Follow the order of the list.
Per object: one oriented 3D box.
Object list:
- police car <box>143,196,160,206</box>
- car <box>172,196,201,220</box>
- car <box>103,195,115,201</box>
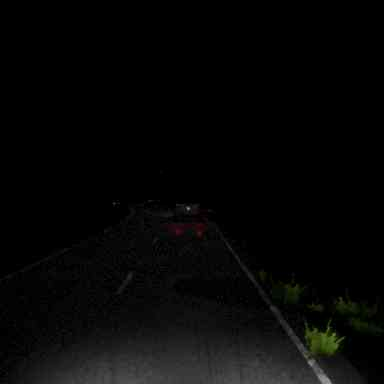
[{"bbox_3d":[-6.775,1.538,55.456,2.038,1.542,4.974,0,1,-20],"label":"police car"},{"bbox_3d":[-0.470,1.317,27.922,2.150,2.045,5.566,0,0,-4],"label":"car"},{"bbox_3d":[-17.764,1.431,69.836,1.837,1.490,4.892,0,0,-33],"label":"car"}]
